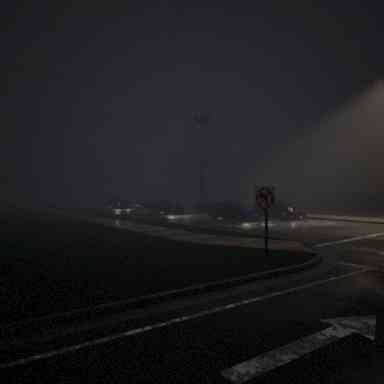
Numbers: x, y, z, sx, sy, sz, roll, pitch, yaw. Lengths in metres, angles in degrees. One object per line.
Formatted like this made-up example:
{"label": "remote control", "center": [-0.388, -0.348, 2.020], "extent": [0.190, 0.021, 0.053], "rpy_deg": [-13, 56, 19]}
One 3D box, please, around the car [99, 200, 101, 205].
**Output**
{"label": "car", "center": [-14.431, 1.576, 57.436], "extent": [1.994, 1.385, 4.181], "rpy_deg": [0, 0, -36]}

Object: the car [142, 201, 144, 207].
{"label": "car", "center": [-4.705, 1.547, 43.762], "extent": [2.033, 1.411, 5.357], "rpy_deg": [0, 0, -36]}

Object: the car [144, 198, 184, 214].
{"label": "car", "center": [-2.759, 1.478, 35.134], "extent": [1.882, 1.535, 5.008], "rpy_deg": [0, 0, -36]}

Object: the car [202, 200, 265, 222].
{"label": "car", "center": [3.309, 1.478, 26.800], "extent": [1.882, 1.535, 5.008], "rpy_deg": [0, 0, -36]}

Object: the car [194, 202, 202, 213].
{"label": "car", "center": [2.035, 1.564, 34.500], "extent": [1.994, 1.385, 4.181], "rpy_deg": [0, 0, -36]}

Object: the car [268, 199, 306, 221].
{"label": "car", "center": [7.106, 1.352, 27.534], "extent": [2.097, 1.767, 4.553], "rpy_deg": [0, 0, -36]}

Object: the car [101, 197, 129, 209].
{"label": "car", "center": [-10.309, 1.505, 45.568], "extent": [1.837, 1.490, 4.892], "rpy_deg": [0, 0, -36]}
